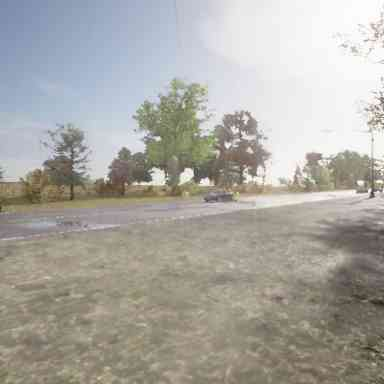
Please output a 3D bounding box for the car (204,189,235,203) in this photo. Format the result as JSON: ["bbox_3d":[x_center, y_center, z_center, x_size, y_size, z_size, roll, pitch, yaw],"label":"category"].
[{"bbox_3d":[3.234,0.436,38.291,1.837,1.490,4.892,0,1,37],"label":"car"}]

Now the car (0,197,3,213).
[{"bbox_3d":[-12.733,0.608,16.864,2.150,2.045,5.566,0,1,37],"label":"car"}]

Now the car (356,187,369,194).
[{"bbox_3d":[37.857,-0.354,73.813,2.033,1.411,5.357,0,1,37],"label":"car"}]
